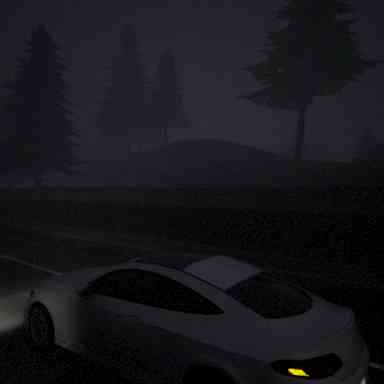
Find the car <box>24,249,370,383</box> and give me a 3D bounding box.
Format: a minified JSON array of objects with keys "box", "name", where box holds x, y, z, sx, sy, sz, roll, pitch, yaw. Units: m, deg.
[{"box":[-0.321,1.510,4.361,4.674,1.442,1.812,1,0,37],"name":"car"}]
